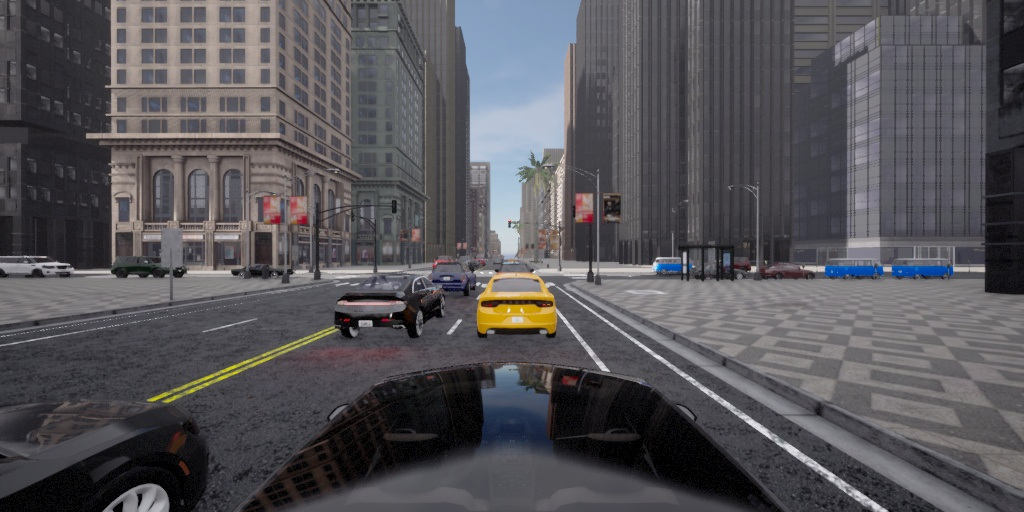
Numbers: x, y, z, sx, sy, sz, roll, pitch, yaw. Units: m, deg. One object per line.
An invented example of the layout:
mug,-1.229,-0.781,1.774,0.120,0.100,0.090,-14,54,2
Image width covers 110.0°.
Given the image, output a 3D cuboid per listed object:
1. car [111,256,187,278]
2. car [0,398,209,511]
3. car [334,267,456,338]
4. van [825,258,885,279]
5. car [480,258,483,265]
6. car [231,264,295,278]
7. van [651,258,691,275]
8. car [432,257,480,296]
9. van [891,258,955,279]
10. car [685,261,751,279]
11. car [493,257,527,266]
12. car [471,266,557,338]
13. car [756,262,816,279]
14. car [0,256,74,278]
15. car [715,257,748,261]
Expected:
car,-33.016,1.004,32.671,5.566,2.045,2.150,0,0,0
car,-3.151,1.255,0.623,1.837,1.490,4.892,0,0,0
car,-3.139,1.240,10.139,2.128,1.511,4.902,0,0,0
van,28.467,1.078,29.833,3.998,1.789,1.690,0,0,0
car,-6.495,1.347,60.304,1.895,1.301,4.718,0,0,0
car,-22.543,1.372,32.601,4.718,1.301,1.895,0,0,0
van,17.120,1.060,38.371,3.998,1.789,1.690,0,0,0
car,-3.124,1.100,19.278,2.097,1.767,4.553,0,0,0
van,34.144,1.076,29.827,3.998,1.789,1.690,0,0,0
car,17.112,1.295,29.846,4.403,1.370,2.007,0,0,0
car,0.126,1.100,19.302,2.097,1.767,4.553,0,0,0
car,0.110,1.226,10.229,1.882,1.535,5.008,0,0,0
car,22.790,1.323,29.839,4.207,1.307,1.802,0,0,0
car,-43.724,1.017,32.744,5.566,2.045,2.150,0,0,0
car,22.797,1.030,38.365,5.009,1.841,2.192,0,0,0
